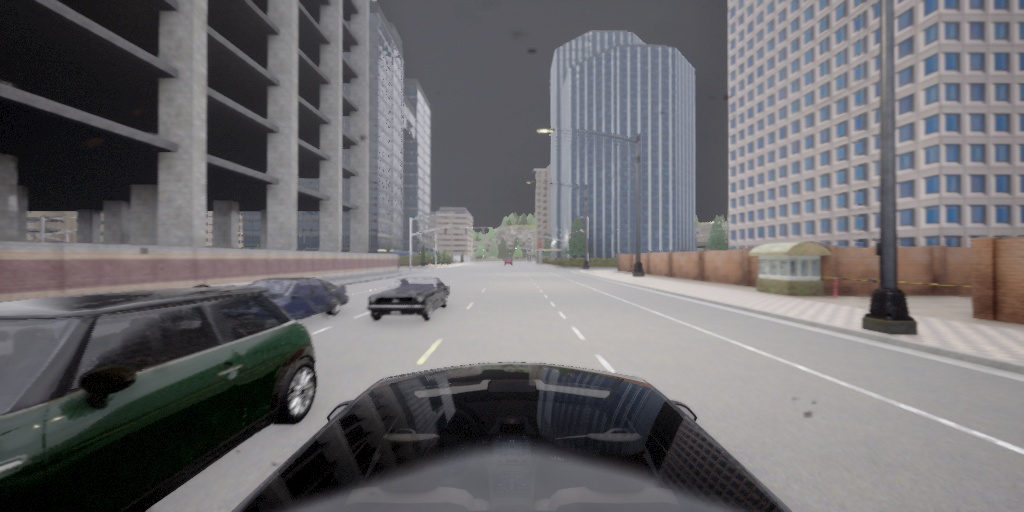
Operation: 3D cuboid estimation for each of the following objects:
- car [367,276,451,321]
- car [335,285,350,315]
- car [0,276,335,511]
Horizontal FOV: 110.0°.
[{"bbox_3d":[-3.506,1.421,13.023,1.895,1.301,4.718,0,0,0],"label":"car"},{"bbox_3d":[-7.021,1.356,11.113,2.033,1.411,5.357,0,0,1],"label":"car"},{"bbox_3d":[-3.581,1.108,2.756,2.097,1.767,4.553,0,0,0],"label":"car"}]
